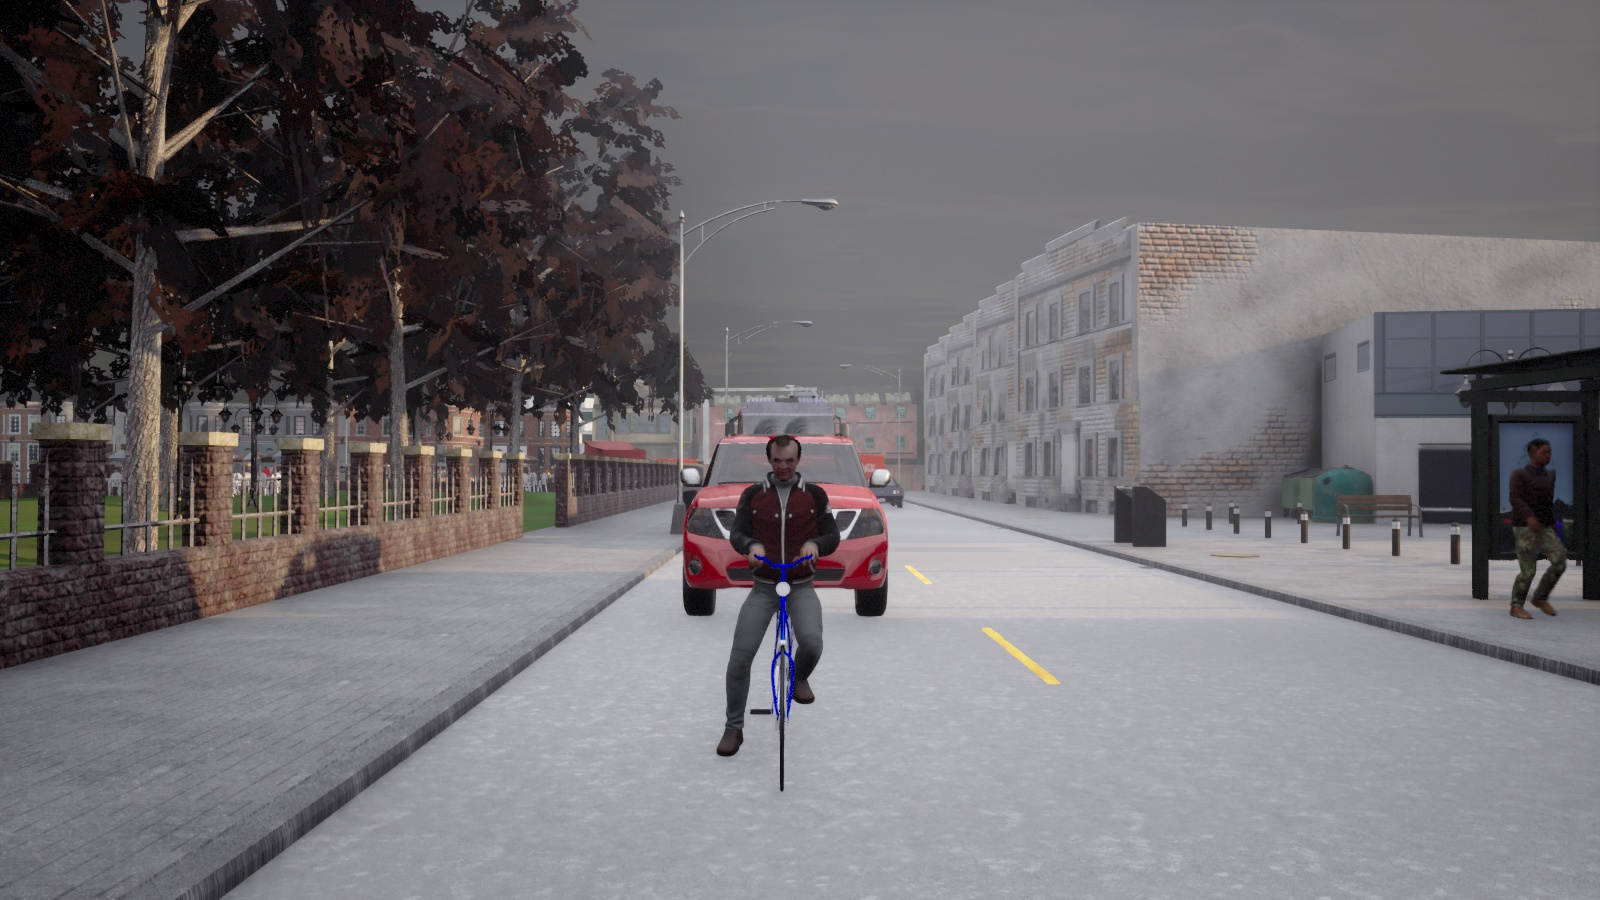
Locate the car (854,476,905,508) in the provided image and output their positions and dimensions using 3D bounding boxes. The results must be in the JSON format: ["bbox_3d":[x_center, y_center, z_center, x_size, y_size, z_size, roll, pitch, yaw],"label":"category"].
[{"bbox_3d":[3.423,1.822,54.984,1.895,1.301,4.718,0,-1,-1],"label":"car"}]

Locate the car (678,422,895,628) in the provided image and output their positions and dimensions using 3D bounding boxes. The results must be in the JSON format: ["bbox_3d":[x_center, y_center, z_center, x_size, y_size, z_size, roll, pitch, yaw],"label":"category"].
[{"bbox_3d":[-0.171,0.791,15.308,2.150,2.045,5.566,0,-1,-1],"label":"car"}]

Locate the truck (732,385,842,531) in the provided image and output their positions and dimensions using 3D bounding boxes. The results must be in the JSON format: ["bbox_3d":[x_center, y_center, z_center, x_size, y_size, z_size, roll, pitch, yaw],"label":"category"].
[{"bbox_3d":[-0.389,0.278,37.431,2.891,3.827,8.468,0,-1,-1],"label":"truck"}]

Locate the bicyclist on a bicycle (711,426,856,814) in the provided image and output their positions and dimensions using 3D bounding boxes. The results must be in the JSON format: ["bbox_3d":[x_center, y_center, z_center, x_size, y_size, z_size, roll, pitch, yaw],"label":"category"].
[{"bbox_3d":[-0.083,0.798,6.689,0.659,1.776,1.843,0,-1,-1],"label":"bicyclist on a bicycle"}]

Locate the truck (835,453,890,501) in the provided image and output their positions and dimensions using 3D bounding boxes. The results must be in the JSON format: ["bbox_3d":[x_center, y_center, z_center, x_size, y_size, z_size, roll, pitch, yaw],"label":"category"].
[{"bbox_3d":[3.282,1.445,67.483,2.627,2.467,5.204,0,-1,-1],"label":"truck"}]

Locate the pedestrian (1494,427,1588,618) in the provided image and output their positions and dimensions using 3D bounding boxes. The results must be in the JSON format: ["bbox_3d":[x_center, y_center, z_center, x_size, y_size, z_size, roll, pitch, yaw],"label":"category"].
[{"bbox_3d":[7.337,0.701,12.454,0.431,1.840,0.703,0,-1,-11],"label":"pedestrian"}]
